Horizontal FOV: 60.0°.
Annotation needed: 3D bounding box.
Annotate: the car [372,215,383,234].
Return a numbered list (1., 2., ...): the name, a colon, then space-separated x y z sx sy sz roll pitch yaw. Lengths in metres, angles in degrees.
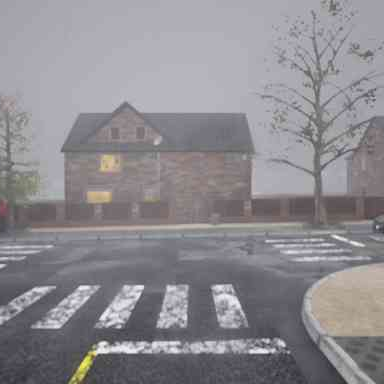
1. car: 10.252 1.188 14.047 4.892 1.490 1.837 -1 1 0

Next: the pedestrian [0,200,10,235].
1. pedestrian: -9.655 1.250 16.914 0.375 1.860 0.375 0 2 0
